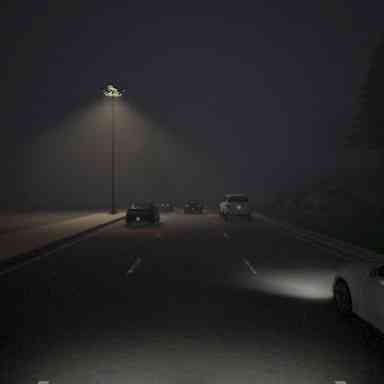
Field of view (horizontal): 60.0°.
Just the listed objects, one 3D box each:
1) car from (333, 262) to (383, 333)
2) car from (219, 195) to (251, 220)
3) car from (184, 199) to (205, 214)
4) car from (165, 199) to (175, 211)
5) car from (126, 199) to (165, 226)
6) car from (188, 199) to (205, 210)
[{"bbox_3d":[3.601,1.526,4.447,1.812,1.442,4.674,0,0,0],"label":"car"},{"bbox_3d":[3.607,1.223,28.186,2.150,2.045,5.566,0,0,0],"label":"car"},{"bbox_3d":[0.148,1.525,35.374,1.812,1.442,4.674,0,0,1],"label":"car"},{"bbox_3d":[-3.212,1.546,40.208,2.033,1.411,5.357,0,0,3],"label":"car"},{"bbox_3d":[-3.395,1.490,23.455,2.128,1.511,4.902,0,0,0],"label":"car"},{"bbox_3d":[0.650,1.599,44.530,1.895,1.301,4.718,0,0,6],"label":"car"}]
